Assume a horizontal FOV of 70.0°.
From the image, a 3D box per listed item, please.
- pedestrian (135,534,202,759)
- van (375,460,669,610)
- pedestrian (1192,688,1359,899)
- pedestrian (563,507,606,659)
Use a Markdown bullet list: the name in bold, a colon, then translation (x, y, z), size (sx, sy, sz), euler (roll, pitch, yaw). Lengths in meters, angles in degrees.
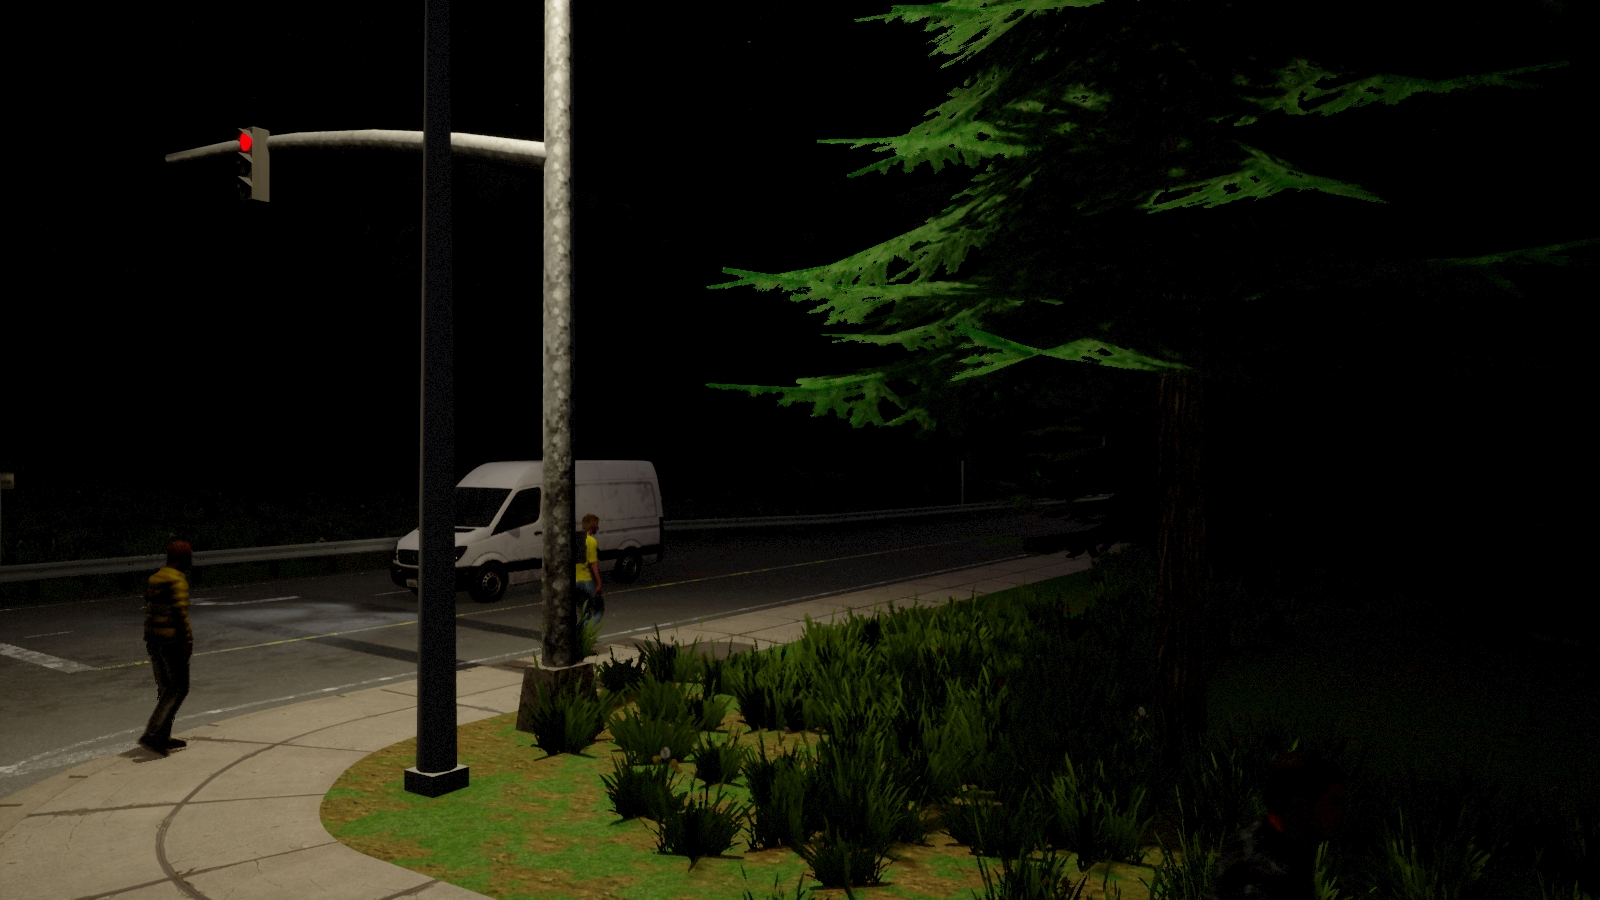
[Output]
- **pedestrian**: translation (-5.450, 1.671, 9.863), size (0.375, 1.860, 0.375), euler (0, 0, 33)
- **van**: translation (-5.303, 1.497, 22.805), size (1.988, 2.561, 5.915), euler (0, 0, 34)
- **pedestrian**: translation (1.421, 1.694, 3.407), size (0.375, 1.860, 0.375), euler (0, 0, 37)
- **pedestrian**: translation (-2.719, 1.663, 14.417), size (0.375, 1.860, 0.375), euler (0, 0, -45)
